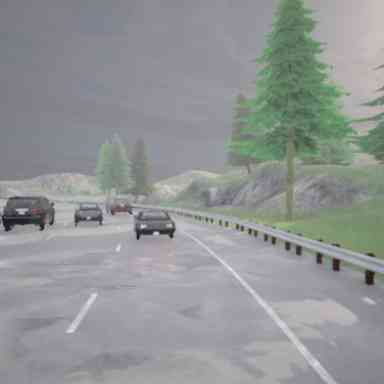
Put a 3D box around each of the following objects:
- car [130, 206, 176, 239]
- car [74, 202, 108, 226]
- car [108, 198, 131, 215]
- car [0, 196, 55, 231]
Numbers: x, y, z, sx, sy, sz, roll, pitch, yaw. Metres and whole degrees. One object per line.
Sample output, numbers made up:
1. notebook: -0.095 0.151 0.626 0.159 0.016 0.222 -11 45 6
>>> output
1. car: -2.106 1.622 17.562 1.895 1.301 4.718 0 0 -11
2. car: -7.546 1.529 24.281 2.128 1.511 4.902 0 0 -17
3. car: -7.686 1.399 34.625 2.097 1.767 4.553 0 0 -23
4. car: -10.152 1.260 21.103 2.150 2.045 5.566 0 0 -15
